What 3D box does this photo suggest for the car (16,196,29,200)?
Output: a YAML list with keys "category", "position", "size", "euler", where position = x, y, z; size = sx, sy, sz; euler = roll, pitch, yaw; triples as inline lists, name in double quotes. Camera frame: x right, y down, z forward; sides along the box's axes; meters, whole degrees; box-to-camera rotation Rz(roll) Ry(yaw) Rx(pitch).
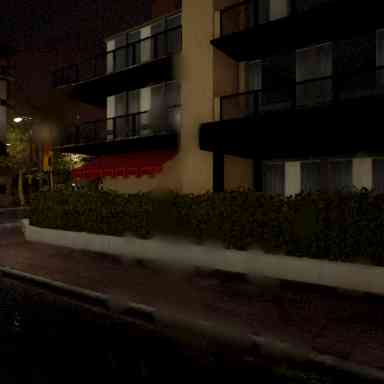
- category: "car"
  position: [-36.129, 1.481, 67.948]
  size: [4.892, 1.521, 2.231]
  euler: [0, 0, 36]
